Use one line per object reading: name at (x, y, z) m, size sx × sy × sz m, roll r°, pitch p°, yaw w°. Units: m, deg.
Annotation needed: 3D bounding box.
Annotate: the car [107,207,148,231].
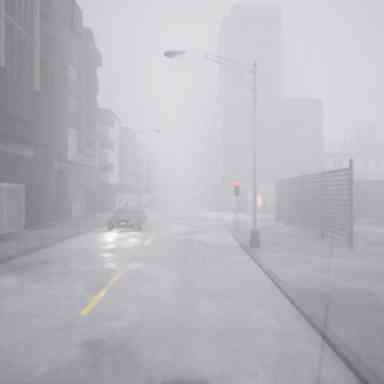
car at (-3.921, 1.609, 20.835) m, size 1.994 × 1.385 × 4.181 m, roll 0°, pitch 0°, yaw 0°
